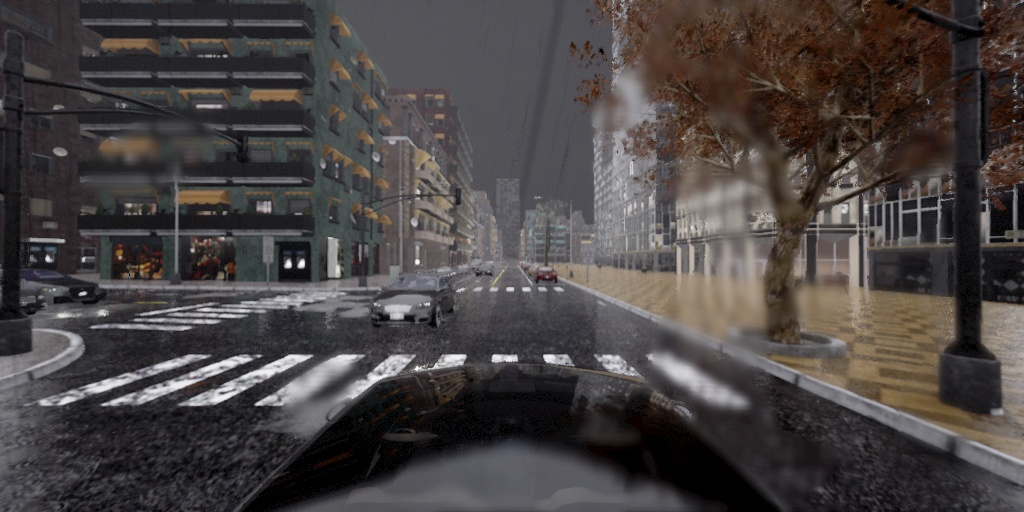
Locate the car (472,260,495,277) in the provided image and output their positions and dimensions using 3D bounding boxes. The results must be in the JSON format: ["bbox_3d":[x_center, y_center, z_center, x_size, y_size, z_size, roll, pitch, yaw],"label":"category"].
[{"bbox_3d":[-2.940,1.524,39.186,1.837,1.490,4.892,0,0,0],"label":"car"}]

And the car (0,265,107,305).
[{"bbox_3d":[-17.560,1.166,13.001,4.181,1.385,1.994,1,0,-1],"label":"car"}]

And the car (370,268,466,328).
[{"bbox_3d":[-2.984,1.310,11.751,2.128,1.511,4.902,0,0,0],"label":"car"}]

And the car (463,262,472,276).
[{"bbox_3d":[-5.627,1.583,40.881,2.007,1.370,4.403,0,0,0],"label":"car"}]

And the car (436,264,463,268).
[{"bbox_3d":[-5.644,1.499,29.816,2.007,1.370,4.403,0,0,0],"label":"car"}]

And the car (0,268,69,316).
[{"bbox_3d":[-16.421,1.148,10.419,4.403,1.370,2.007,0,0,0],"label":"car"}]

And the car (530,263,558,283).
[{"bbox_3d":[2.736,1.494,29.802,1.888,1.381,4.507,0,0,0],"label":"car"}]

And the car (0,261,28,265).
[{"bbox_3d":[-27.594,0.947,18.706,4.097,1.591,1.967,0,0,0],"label":"car"}]

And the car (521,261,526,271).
[{"bbox_3d":[2.781,1.746,57.464,1.802,1.307,4.207,0,0,0],"label":"car"}]

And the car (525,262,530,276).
[{"bbox_3d":[2.754,1.559,41.037,1.751,1.417,4.829,0,0,0],"label":"car"}]
